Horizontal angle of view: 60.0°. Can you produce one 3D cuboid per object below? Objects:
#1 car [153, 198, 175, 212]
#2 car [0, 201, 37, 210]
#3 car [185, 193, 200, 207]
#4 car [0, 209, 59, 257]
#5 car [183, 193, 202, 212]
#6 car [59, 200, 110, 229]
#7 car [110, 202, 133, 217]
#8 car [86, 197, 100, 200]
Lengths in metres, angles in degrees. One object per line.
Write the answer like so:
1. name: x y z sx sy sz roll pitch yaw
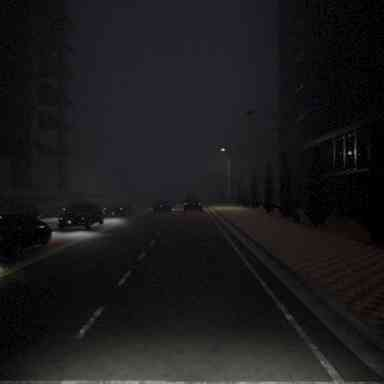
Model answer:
1. car: -3.409 1.561 38.951 1.994 1.385 4.181 0 0 0
2. car: -10.586 1.351 19.244 2.097 1.767 4.553 0 0 0
3. car: 0.036 1.220 51.071 2.150 2.045 5.566 0 0 0
4. car: -7.079 1.564 12.782 1.994 1.385 4.181 0 0 0
5. car: 0.091 1.352 38.841 2.097 1.767 4.553 0 0 0
6. car: -7.075 1.504 21.689 1.837 1.490 4.892 0 0 0
7. car: -7.062 1.600 32.002 1.895 1.301 4.718 0 0 0
8. car: -10.571 1.505 31.375 1.837 1.490 4.892 0 0 0
